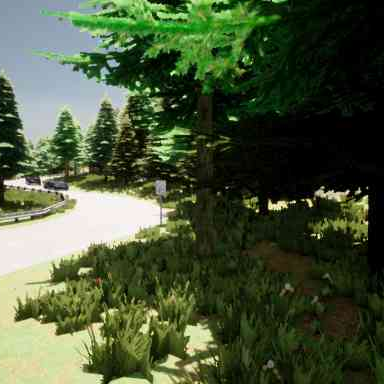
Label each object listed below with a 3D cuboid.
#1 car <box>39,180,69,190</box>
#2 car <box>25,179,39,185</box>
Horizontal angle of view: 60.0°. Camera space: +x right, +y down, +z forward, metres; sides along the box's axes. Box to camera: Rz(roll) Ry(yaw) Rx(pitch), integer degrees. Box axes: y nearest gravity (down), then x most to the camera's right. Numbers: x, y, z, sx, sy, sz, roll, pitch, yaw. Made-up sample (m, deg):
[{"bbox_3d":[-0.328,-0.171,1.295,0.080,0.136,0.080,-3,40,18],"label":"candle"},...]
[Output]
[{"bbox_3d":[-18.881,-0.986,46.136,4.181,1.385,1.994,6,4,39],"label":"car"},{"bbox_3d":[-25.510,-1.912,53.400,1.837,1.490,4.892,0,5,-34],"label":"car"}]
